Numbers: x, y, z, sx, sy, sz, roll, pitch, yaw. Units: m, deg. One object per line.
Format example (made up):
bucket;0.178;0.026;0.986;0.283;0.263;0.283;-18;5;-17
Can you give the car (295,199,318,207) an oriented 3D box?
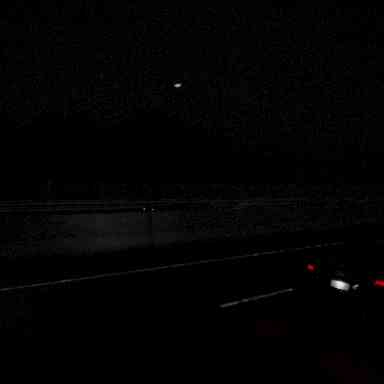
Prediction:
car;14.228;1.475;38.492;5.357;1.411;2.033;0;0;-33

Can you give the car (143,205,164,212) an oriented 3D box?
car;-1.744;1.506;28.087;4.718;1.301;1.895;0;0;-33

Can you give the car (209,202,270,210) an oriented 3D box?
car;3.815;1.466;23.355;4.674;1.442;1.812;0;0;-33

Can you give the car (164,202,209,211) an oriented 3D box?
car;0.351;1.485;25.273;4.181;1.385;1.994;0;0;-33

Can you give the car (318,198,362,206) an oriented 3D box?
car;16.131;1.421;35.558;5.008;1.535;1.882;0;0;-33

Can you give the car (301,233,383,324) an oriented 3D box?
car;4.193;1.557;6.765;4.181;1.385;1.994;0;0;-33
